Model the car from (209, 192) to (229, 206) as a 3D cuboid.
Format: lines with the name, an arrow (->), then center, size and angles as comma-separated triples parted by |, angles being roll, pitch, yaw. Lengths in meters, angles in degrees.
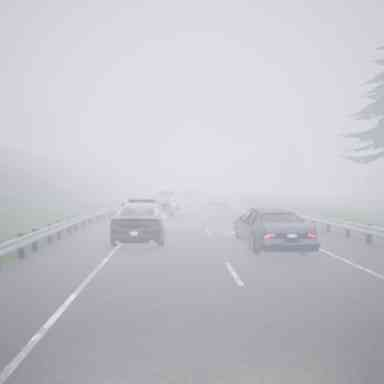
car -> 2.744, 0.680, 34.182 | 1.812, 1.442, 4.674 | 0, 1, 2

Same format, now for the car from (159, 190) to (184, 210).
car -> -2.096, 0.623, 29.262 | 2.097, 1.767, 4.553 | 0, 1, 1

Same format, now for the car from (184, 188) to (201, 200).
car -> -0.145, 0.144, 48.783 | 2.097, 1.767, 4.553 | 0, 1, 4

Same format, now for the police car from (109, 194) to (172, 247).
police car -> -1.985, 1.088, 13.450 | 1.930, 1.638, 5.238 | 0, 1, -2

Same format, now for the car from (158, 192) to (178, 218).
car -> -2.156, 0.945, 23.313 | 1.812, 1.442, 4.674 | 0, 1, 0

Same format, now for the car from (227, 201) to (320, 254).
car -> 2.755, 1.249, 12.022 | 2.033, 1.411, 5.357 | 0, 1, -2
